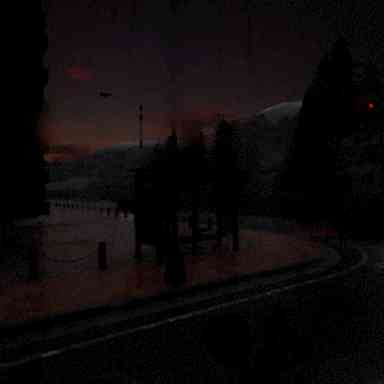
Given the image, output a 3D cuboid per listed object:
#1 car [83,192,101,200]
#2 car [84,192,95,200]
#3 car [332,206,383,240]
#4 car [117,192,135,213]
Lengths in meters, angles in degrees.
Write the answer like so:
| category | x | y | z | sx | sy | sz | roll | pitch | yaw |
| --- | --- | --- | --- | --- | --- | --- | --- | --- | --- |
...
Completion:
| category | x | y | z | sx | sy | sz | roll | pitch | yaw |
| --- | --- | --- | --- | --- | --- | --- | --- | --- | --- |
| car | -24.458 | 0.914 | 81.551 | 3.866 | 1.878 | 1.905 | -1 | 0 | -36 |
| car | -22.672 | 0.908 | 79.740 | 4.605 | 1.855 | 1.932 | -1 | 0 | -36 |
| car | 8.491 | 1.416 | 14.214 | 1.837 | 1.490 | 4.892 | -1 | 1 | -35 |
| car | -5.908 | 1.072 | 34.597 | 2.150 | 2.045 | 5.566 | -1 | 0 | -35 |
